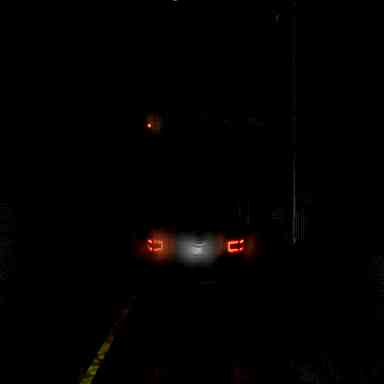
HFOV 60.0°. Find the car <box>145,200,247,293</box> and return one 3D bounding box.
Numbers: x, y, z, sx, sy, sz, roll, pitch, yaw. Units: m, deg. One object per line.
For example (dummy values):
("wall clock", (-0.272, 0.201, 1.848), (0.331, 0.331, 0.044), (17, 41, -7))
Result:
("car", (0.079, 1.222, 9.010), (2.150, 2.045, 5.566), (0, 0, 0))

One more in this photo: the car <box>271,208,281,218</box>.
("car", (9.047, 1.588, 27.633), (4.718, 1.301, 1.895), (0, 0, -10))
